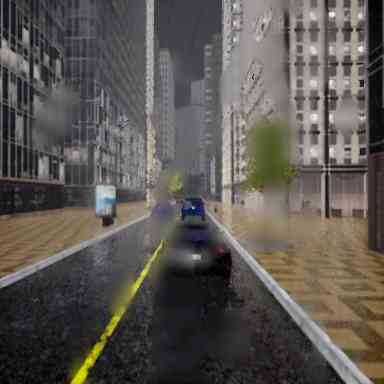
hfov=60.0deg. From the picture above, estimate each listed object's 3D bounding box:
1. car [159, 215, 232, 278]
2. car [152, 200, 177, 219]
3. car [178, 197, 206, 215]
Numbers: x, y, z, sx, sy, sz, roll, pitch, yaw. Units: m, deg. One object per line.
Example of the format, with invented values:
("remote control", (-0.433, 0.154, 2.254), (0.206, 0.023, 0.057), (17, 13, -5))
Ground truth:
("car", (0.090, 1.653, 10.420), (1.994, 1.385, 4.181), (0, 0, 0))
("car", (-2.839, 1.780, 32.993), (1.882, 1.535, 5.008), (0, -1, 0))
("car", (0.107, 1.511, 31.631), (2.150, 2.045, 5.566), (0, -1, 0))
